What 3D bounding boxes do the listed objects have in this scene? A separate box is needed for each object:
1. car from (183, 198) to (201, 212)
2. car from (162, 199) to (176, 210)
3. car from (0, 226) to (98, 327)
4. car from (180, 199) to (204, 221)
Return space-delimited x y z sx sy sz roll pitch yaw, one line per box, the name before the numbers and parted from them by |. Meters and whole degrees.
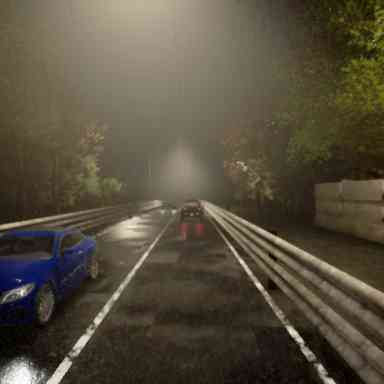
car | -0.002 1.616 42.628 2.097 1.767 4.553 0 -1 0
car | -3.437 1.854 49.665 1.882 1.535 5.008 0 -1 0
car | -3.353 1.518 7.134 1.812 1.442 4.674 0 0 0
car | 0.015 1.578 28.010 2.128 1.511 4.902 0 -1 0
